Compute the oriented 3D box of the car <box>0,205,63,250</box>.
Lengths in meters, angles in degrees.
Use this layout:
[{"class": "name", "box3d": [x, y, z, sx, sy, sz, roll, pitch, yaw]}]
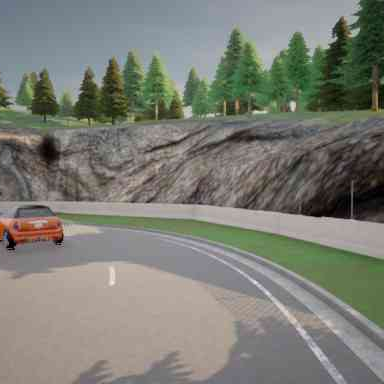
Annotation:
[{"class": "car", "box3d": [-7.452, 1.351, 14.735, 2.097, 1.767, 4.553, 0, 0, -41]}]
